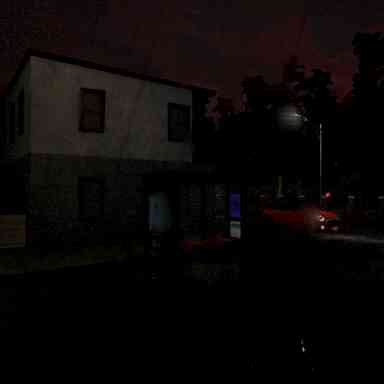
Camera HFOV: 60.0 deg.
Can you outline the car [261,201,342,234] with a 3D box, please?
[{"bbox_3d":[6.218,1.351,19.218,2.097,1.767,4.553,0,0,-35],"label":"car"}]
